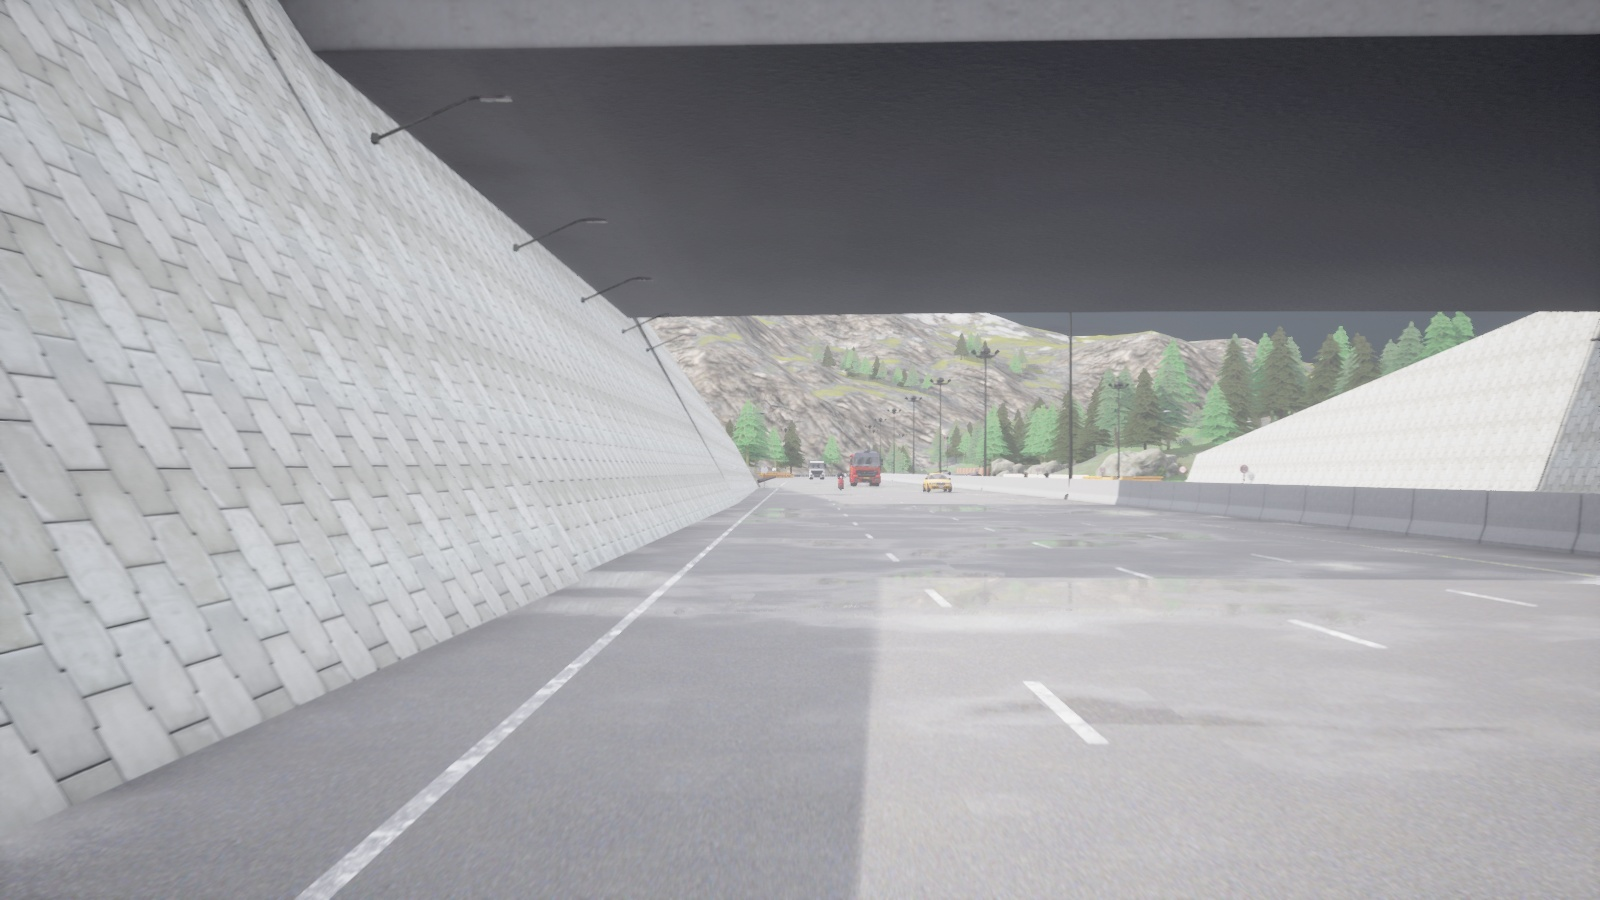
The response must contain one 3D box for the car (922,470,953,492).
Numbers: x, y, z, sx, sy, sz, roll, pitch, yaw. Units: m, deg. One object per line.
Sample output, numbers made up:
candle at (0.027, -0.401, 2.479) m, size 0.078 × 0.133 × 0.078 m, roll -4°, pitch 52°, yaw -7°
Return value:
car at (10.331, 2.299, 94.651) m, size 1.801 × 1.575 × 5.366 m, roll 0°, pitch -1°, yaw 0°
